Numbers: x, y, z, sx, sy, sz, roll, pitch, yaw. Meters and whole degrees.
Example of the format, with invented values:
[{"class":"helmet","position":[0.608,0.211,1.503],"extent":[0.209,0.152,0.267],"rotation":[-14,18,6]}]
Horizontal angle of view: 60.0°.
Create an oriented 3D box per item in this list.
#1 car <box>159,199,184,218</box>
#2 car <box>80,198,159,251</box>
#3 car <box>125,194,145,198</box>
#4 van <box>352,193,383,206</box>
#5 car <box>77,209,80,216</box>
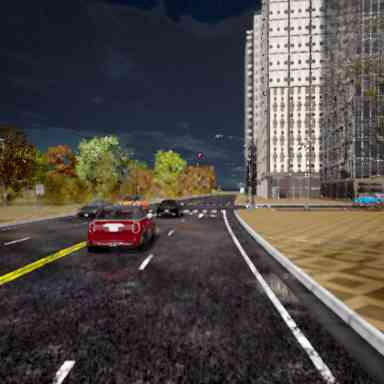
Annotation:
[{"class":"car","position":[-1.853,1.371,29.280],"extent":[1.882,1.535,5.008],"rotation":[0,0,5]},{"class":"car","position":[-2.790,1.304,13.971],"extent":[2.097,1.767,4.553],"rotation":[0,1,0]},{"class":"car","position":[-5.220,1.048,29.732],"extent":[2.097,1.767,4.553],"rotation":[0,0,5]},{"class":"van","position":[24.832,0.976,46.725],"extent":[3.998,1.788,1.690],"rotation":[0,1,9]},{"class":"car","position":[-8.462,1.496,29.975],"extent":[2.033,1.411,5.357],"rotation":[0,0,5]}]
